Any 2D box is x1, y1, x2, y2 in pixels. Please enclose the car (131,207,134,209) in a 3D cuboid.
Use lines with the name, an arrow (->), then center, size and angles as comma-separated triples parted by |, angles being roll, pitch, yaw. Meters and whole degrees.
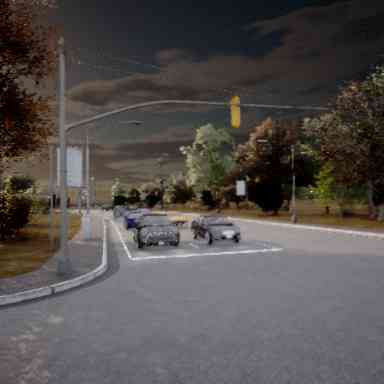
car -> -15.539, 4.470, 87.457 | 1.895, 1.301, 4.718 | 0, -2, -31

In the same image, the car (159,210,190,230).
car -> -1.706, 2.549, 31.196 | 1.882, 1.535, 5.008 | -1, -2, -15

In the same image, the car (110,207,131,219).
car -> -10.981, 3.387, 51.125 | 1.994, 1.385, 4.181 | -1, -2, -17

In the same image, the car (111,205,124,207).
car -> -18.633, 4.439, 85.819 | 1.994, 1.385, 4.181 | 0, -2, -31

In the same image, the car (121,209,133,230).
car -> -5.155, 2.600, 30.549 | 1.882, 1.535, 5.008 | -1, -2, -15

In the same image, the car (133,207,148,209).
car -> -7.395, 3.238, 51.358 | 1.882, 1.535, 5.008 | -1, -2, -17

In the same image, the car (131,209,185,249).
car -> -2.040, 2.021, 18.478 | 2.097, 1.767, 4.553 | -1, -2, -14

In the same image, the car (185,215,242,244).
car -> 1.311, 2.128, 19.634 | 2.128, 1.511, 4.902 | -1, -2, -15
